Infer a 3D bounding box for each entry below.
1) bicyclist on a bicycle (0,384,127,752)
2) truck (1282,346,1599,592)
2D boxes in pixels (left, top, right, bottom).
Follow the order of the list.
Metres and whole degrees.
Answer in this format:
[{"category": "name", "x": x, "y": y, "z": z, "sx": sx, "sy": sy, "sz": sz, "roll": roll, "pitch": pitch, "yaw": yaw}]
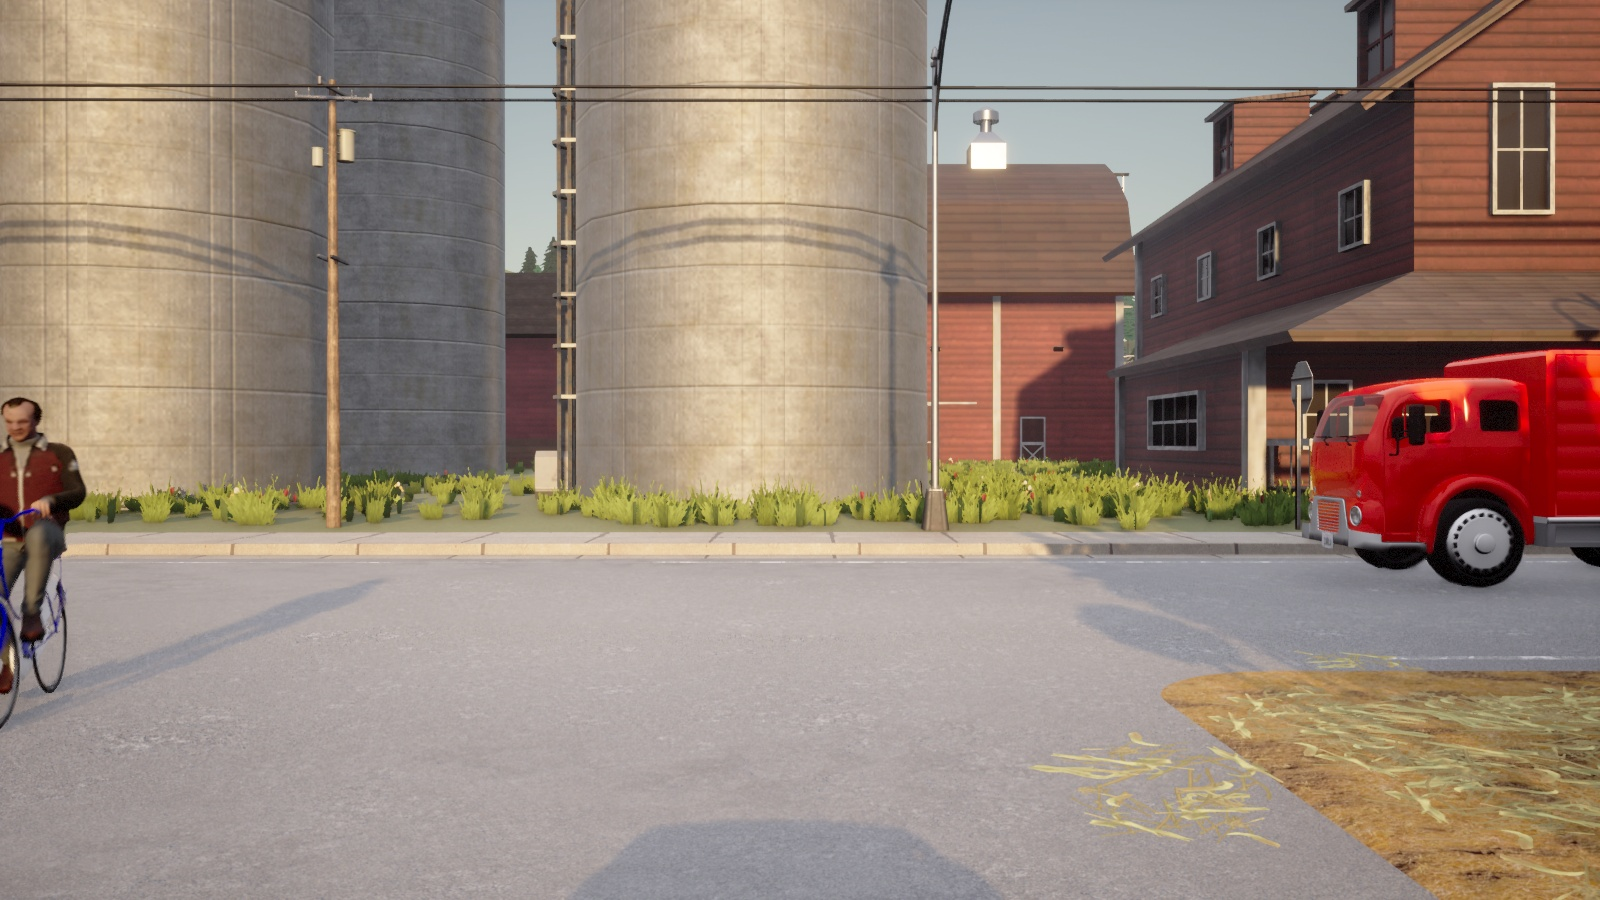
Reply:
[{"category": "bicyclist on a bicycle", "x": -4.299, "y": 0.575, "z": 6.899, "sx": 0.659, "sy": 1.776, "sz": 1.843, "roll": -2, "pitch": 1, "yaw": -17}, {"category": "truck", "x": 8.451, "y": 0.188, "z": 13.927, "sx": 5.204, "sy": 2.467, "sz": 2.627, "roll": 0, "pitch": 0, "yaw": 0}]
